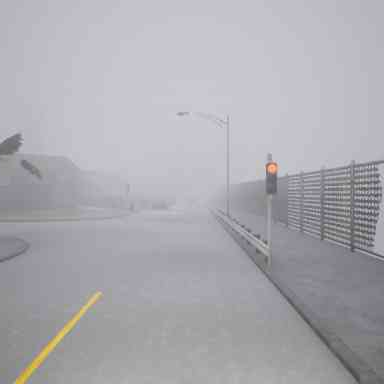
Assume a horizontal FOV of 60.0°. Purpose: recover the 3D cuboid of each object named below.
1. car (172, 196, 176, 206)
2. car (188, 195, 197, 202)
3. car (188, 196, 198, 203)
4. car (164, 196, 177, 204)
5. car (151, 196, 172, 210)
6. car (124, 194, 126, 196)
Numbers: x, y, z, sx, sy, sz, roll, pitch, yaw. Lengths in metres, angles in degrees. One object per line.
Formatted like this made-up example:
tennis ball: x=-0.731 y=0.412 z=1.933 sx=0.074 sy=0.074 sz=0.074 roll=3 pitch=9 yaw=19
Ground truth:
car: x=-4.041 y=1.505 z=52.496 sx=1.837 sy=1.490 sz=4.892 roll=0 pitch=0 yaw=0
car: x=0.074 y=1.540 z=78.624 sx=2.033 sy=1.411 sz=5.357 roll=0 pitch=0 yaw=0
car: x=0.168 y=1.547 z=67.996 sx=2.033 sy=1.411 sz=5.357 roll=0 pitch=0 yaw=-1
car: x=-3.999 y=1.547 z=62.952 sx=2.033 sy=1.411 sz=5.357 roll=0 pitch=0 yaw=0
car: x=-4.058 y=1.478 z=42.778 sx=1.882 sy=1.535 sz=5.008 roll=0 pitch=0 yaw=0
car: x=-17.204 y=1.134 z=78.223 sx=3.633 sy=1.501 sz=1.845 roll=0 pitch=0 yaw=0
